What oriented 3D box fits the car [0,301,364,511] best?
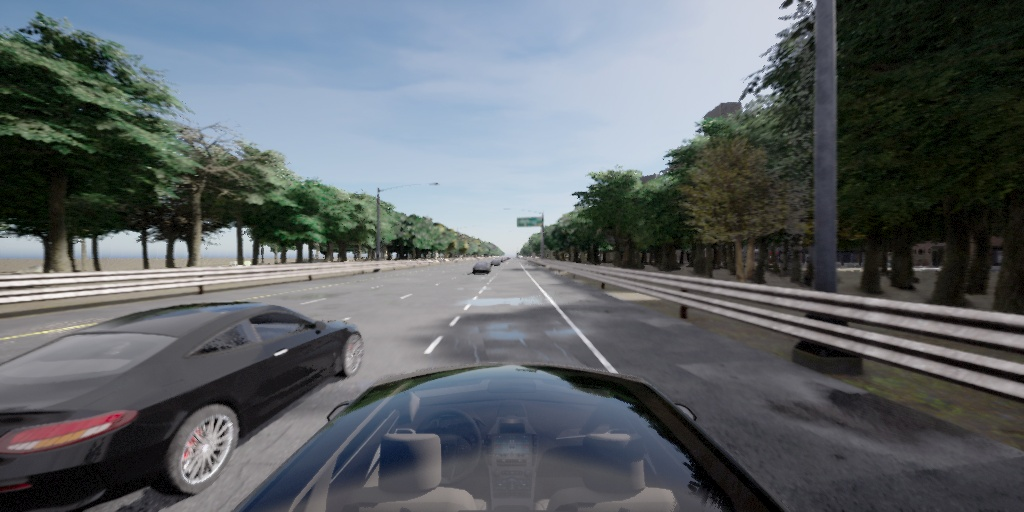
[{"bbox_3d":[-3.503,1.276,4.367,1.812,1.442,4.674,0,0,0],"label":"car"}]

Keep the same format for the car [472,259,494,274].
[{"bbox_3d":[-3.439,1.326,41.517,1.994,1.385,4.181,0,0,0],"label":"car"}]
